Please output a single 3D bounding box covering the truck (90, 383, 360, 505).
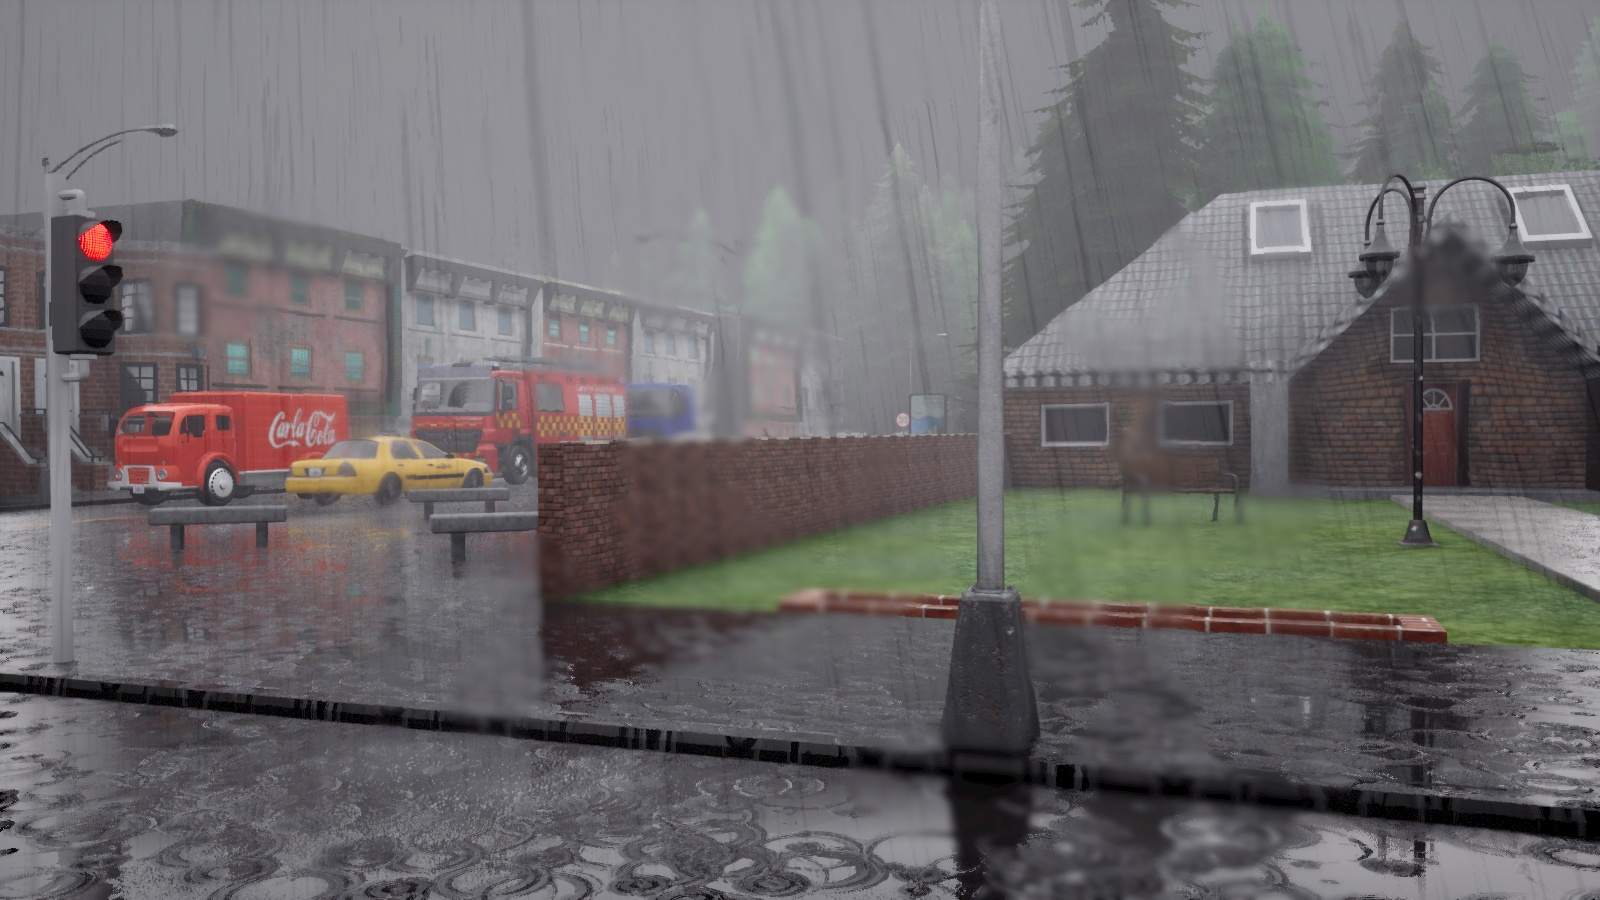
[{"bbox_3d":[-12.732,-0.161,28.262,2.627,2.467,5.204,1,1,20],"label":"truck"}]

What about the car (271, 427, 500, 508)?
[{"bbox_3d":[-8.815,0.295,27.340,1.801,1.575,5.366,1,1,20],"label":"car"}]

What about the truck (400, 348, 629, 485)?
[{"bbox_3d":[-8.667,-1.003,39.476,2.891,3.827,8.468,1,1,20],"label":"truck"}]

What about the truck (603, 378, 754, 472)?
[{"bbox_3d":[-4.694,-0.980,50.418,2.891,3.462,7.936,1,1,20],"label":"truck"}]

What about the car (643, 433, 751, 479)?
[{"bbox_3d":[-3.392,0.162,42.315,1.812,1.442,4.674,1,1,20],"label":"car"}]
